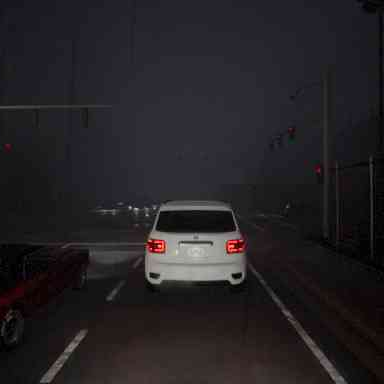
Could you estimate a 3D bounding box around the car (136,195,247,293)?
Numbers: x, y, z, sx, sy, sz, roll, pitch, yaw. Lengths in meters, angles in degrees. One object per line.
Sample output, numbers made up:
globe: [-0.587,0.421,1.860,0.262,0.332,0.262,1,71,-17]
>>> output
car: [0.092,1.221,9.032,2.150,2.045,5.566,0,0,0]

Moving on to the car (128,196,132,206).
car: [-10.473,1.477,54.509,1.882,1.535,5.008,0,0,0]

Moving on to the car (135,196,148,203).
car: [-10.353,1.601,68.640,1.895,1.301,4.718,0,0,0]

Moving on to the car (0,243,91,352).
car: [-3.430,1.601,6.109,1.895,1.301,4.718,0,0,1]

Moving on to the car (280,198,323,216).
car: [11.020,1.407,32.611,4.553,1.767,2.097,0,0,0]

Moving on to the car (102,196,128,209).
car: [-10.505,1.547,44.728,2.033,1.411,5.357,0,0,0]

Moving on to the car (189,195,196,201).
car: [0.185,1.524,86.088,1.812,1.442,4.674,0,0,0]

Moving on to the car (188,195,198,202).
car: [0.168,1.523,75.685,2.128,1.511,4.902,0,0,0]

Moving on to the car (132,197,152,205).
car: [-6.994,1.505,48.540,1.837,1.490,4.892,0,0,0]

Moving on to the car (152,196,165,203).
car: [-6.860,1.547,68.120,2.033,1.411,5.357,0,0,1]

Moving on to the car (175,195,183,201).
car: [-3.316,1.540,85.973,2.033,1.411,5.357,0,0,0]
